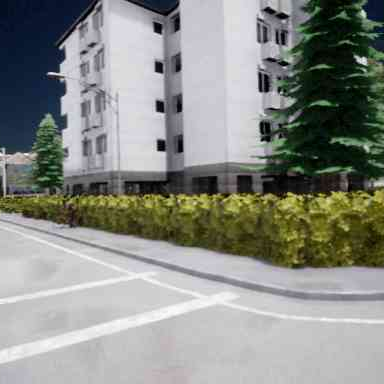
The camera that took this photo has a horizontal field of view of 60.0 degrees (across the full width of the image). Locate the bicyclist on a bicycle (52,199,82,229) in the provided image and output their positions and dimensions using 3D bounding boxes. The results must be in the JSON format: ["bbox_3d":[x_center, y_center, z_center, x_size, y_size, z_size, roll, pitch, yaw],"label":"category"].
[{"bbox_3d":[-6.925,1.234,18.479,1.656,1.620,0.582,-2,1,-39],"label":"bicyclist on a bicycle"}]
